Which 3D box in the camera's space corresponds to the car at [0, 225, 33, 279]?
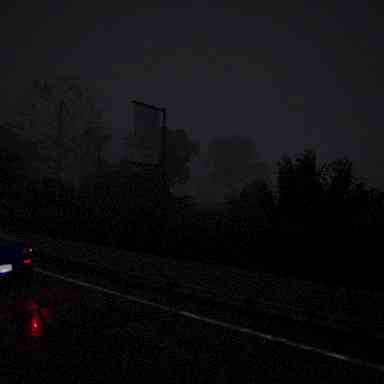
[{"bbox_3d":[-5.939,1.532,8.848,4.674,1.442,1.812,0,0,39],"label":"car"}]
